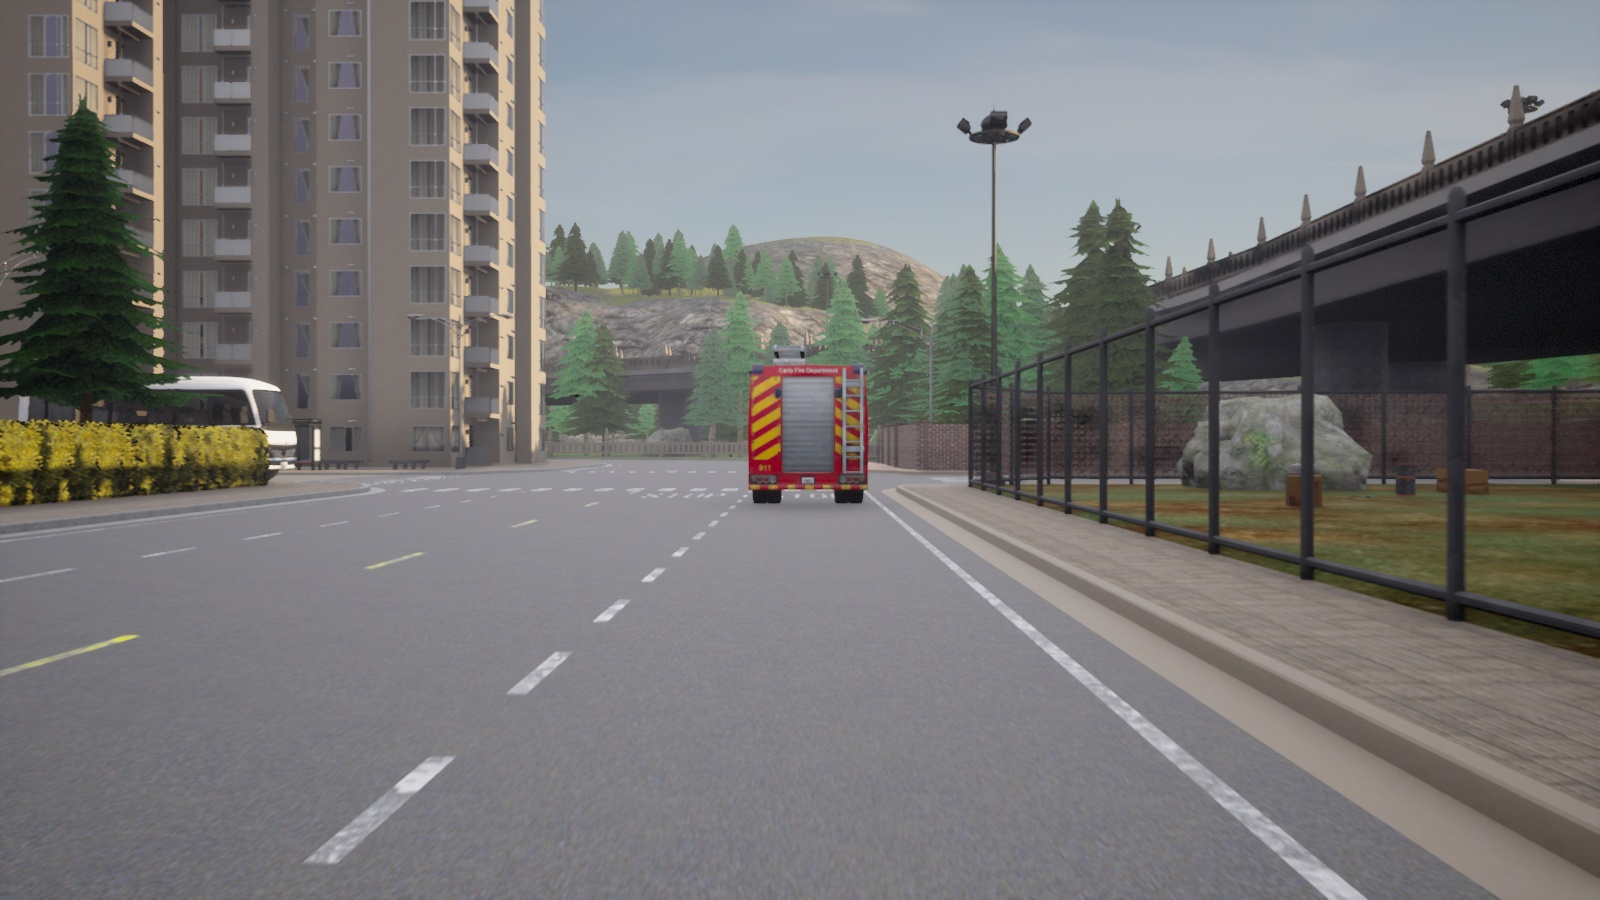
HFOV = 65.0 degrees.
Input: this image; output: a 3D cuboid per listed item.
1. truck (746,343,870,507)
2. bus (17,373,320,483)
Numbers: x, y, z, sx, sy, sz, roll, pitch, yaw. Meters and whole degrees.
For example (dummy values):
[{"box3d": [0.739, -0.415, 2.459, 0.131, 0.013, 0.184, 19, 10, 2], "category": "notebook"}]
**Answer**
[{"box3d": [0.208, -0.607, 33.618, 2.891, 3.827, 8.468, 0, 0, 0], "category": "truck"}, {"box3d": [-25.300, -0.881, 50.752, 10.273, 4.253, 3.944, 0, 0, 0], "category": "bus"}]
